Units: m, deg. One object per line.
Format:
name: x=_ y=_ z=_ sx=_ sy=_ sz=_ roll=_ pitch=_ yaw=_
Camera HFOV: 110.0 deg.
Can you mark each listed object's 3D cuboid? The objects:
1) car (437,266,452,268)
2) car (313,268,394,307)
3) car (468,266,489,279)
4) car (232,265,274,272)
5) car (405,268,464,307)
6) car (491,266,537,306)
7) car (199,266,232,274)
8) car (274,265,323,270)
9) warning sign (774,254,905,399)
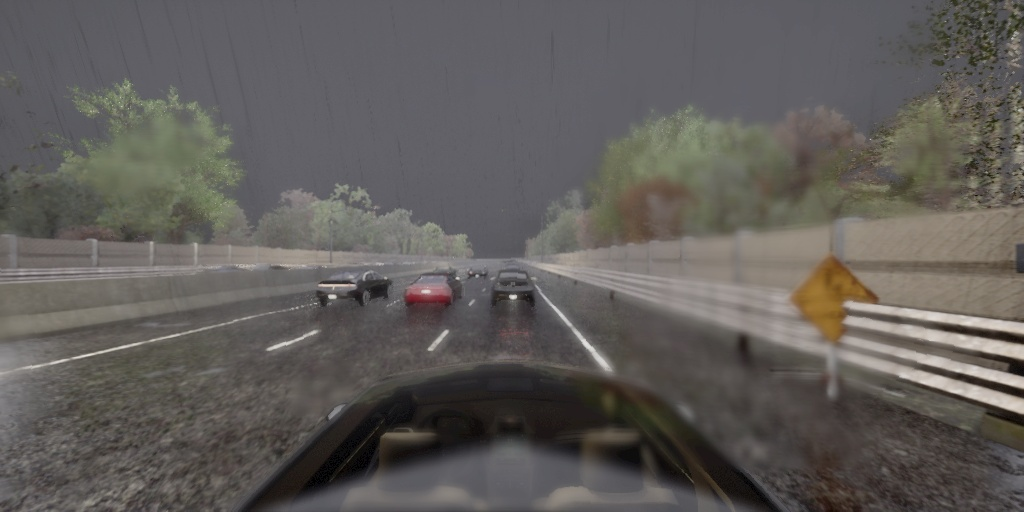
car: x=-6.897 y=1.685 z=37.178 sx=1.895 sy=1.301 sz=4.718 roll=0 pitch=-1 yaw=0
car: x=-6.907 y=1.376 z=16.301 sx=2.128 sy=1.511 sz=4.902 roll=0 pitch=0 yaw=0
car: x=-3.396 y=1.687 z=37.493 sx=1.895 sy=1.301 sz=4.718 roll=0 pitch=-1 yaw=0
car: x=-21.095 y=1.527 z=30.858 sx=1.837 sy=1.490 sz=4.892 roll=0 pitch=-1 yaw=0
car: x=-3.406 y=1.449 z=16.402 sx=1.994 sy=1.385 sz=4.181 roll=0 pitch=0 yaw=0
car: x=0.095 y=1.392 z=16.674 sx=1.837 sy=1.490 sz=4.892 roll=0 pitch=0 yaw=0
car: x=-24.595 y=1.585 z=30.686 sx=1.994 sy=1.385 sz=4.181 roll=0 pitch=-1 yaw=0
car: x=-17.597 y=1.572 z=31.070 sx=2.033 sy=1.411 sz=5.357 roll=0 pitch=-1 yaw=0
warning sign: x=4.551 y=0.895 z=5.091 sx=1.300 sy=1.860 sz=1.060 roll=0 pitch=0 yaw=0
